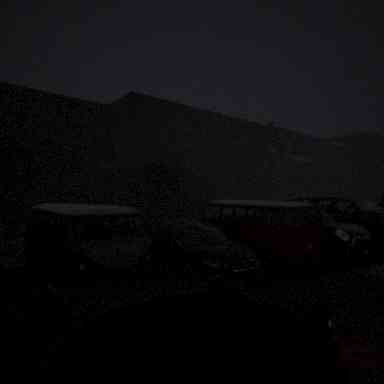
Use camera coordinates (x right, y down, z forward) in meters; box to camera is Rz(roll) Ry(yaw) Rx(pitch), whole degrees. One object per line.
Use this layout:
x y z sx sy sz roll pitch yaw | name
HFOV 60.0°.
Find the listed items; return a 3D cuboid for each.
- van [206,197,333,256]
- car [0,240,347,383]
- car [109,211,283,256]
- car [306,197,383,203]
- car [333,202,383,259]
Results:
1.993 1.259 10.951 1.878 1.987 4.442 0 0 -35 | van
-0.764 1.548 3.139 5.357 1.411 2.033 0 0 -35 | car
-0.227 1.484 9.234 2.231 1.521 4.892 0 0 -35 | car
6.643 1.240 14.085 2.435 2.045 5.566 0 0 -35 | car
4.326 1.361 12.509 2.185 1.767 4.553 0 0 -35 | car
